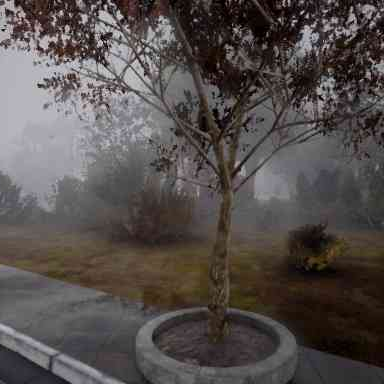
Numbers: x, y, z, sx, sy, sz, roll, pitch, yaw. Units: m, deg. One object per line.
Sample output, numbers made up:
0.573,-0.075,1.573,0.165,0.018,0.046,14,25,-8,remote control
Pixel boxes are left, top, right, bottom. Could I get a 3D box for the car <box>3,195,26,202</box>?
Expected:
-22.570,1.173,43.292,1.837,1.490,4.892,1,0,32,car
